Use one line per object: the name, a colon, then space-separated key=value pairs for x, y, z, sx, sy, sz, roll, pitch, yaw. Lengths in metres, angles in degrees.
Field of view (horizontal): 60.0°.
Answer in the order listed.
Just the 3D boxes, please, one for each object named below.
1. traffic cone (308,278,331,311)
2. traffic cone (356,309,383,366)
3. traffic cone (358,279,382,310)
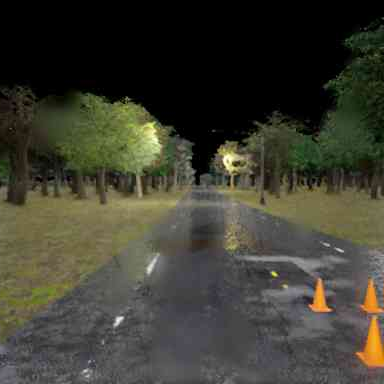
traffic cone: x=2.496 y=1.981 z=6.512 sx=0.340 sy=0.580 sz=0.340 roll=1 pitch=0 yaw=1
traffic cone: x=2.469 y=1.981 z=4.512 sx=0.340 sy=0.580 sz=0.340 roll=1 pitch=0 yaw=1
traffic cone: x=3.496 y=1.991 z=6.498 sx=0.340 sy=0.580 sz=0.340 roll=1 pitch=0 yaw=1
